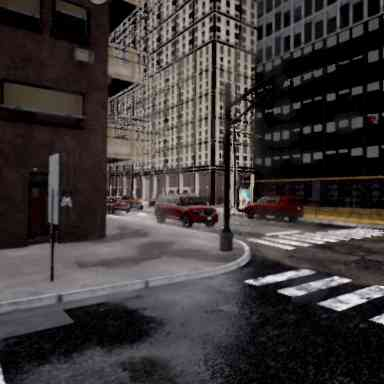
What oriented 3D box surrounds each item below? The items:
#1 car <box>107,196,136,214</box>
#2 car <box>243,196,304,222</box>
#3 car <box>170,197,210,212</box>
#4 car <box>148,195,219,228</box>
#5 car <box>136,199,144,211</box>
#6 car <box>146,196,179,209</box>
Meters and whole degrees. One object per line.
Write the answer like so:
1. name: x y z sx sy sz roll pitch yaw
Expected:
1. car: -7.005 1.188 29.773 1.802 1.307 4.206 2 0 -36
2. car: 6.266 1.236 25.776 2.192 1.841 5.009 2 0 -36
3. car: -0.264 1.278 34.750 1.947 1.339 4.313 2 0 -36
4. car: -0.476 1.129 20.800 2.192 1.841 5.009 2 0 -36
5. car: -6.595 1.110 33.617 1.812 1.442 4.674 1 1 -36
6. car: -3.524 1.173 39.238 1.947 1.339 4.313 2 0 -36
